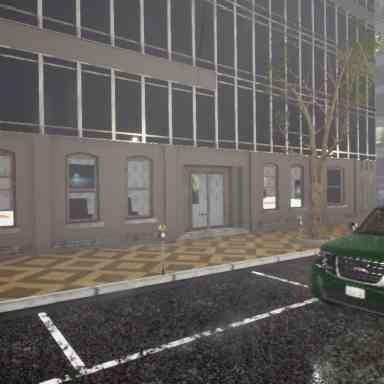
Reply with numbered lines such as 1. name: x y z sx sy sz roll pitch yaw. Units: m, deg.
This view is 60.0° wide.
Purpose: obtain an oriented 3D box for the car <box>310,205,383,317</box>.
1. car: 4.805 1.219 6.819 5.566 2.045 2.150 0 0 -36

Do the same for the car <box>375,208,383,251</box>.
1. car: 9.345 1.436 13.264 4.097 1.590 1.967 0 -1 -36
